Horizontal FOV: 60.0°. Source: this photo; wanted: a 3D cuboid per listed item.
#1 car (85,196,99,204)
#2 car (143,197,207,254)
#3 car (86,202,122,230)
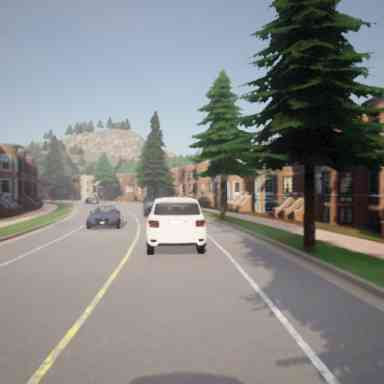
[{"bbox_3d":[-18.126,1.562,60.320,2.128,1.511,4.902,0,0,-28],"label":"car"},{"bbox_3d":[-0.749,1.231,13.772,2.150,2.045,5.566,0,0,-6],"label":"car"},{"bbox_3d":[-5.509,1.586,21.246,1.994,1.385,4.181,0,0,-9],"label":"car"}]
